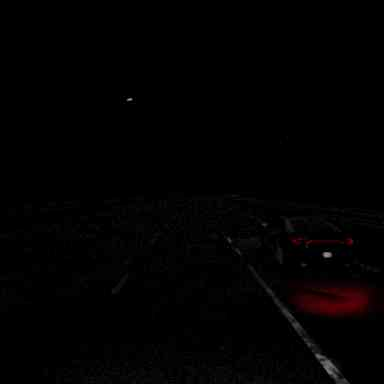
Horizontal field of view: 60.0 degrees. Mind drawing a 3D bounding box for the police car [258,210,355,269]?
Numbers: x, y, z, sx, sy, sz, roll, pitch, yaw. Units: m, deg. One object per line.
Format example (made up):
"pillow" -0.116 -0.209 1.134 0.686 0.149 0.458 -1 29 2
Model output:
"police car" 3.517 1.432 11.258 1.930 1.638 5.238 0 0 0
